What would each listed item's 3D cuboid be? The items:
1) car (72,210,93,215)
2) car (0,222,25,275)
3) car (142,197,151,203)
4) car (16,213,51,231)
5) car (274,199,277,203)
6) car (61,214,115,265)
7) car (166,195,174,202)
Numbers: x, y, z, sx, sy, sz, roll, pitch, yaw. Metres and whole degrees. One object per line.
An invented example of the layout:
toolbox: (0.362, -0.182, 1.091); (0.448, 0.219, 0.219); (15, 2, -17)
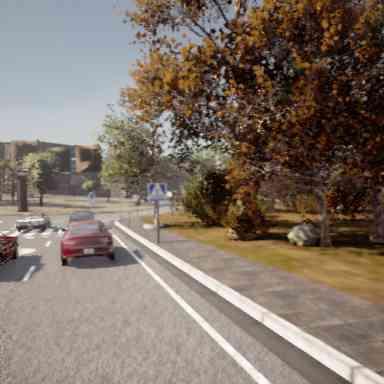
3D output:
car: (-8.227, 2.052, 25.030); (2.033, 1.411, 5.357); (-2, 0, -18)
car: (-7.170, 1.965, 11.203); (1.895, 1.301, 4.718); (-2, -1, -18)
car: (-9.992, 1.814, 79.051); (1.895, 1.301, 4.718); (-2, 1, -43)
car: (-11.918, 2.215, 25.279); (1.895, 1.301, 4.718); (-2, 0, -17)
car: (20.682, 2.432, 91.201); (4.892, 1.521, 2.231); (0, -3, 40)
car: (-4.101, 1.813, 13.057); (1.812, 1.442, 4.674); (-2, -1, -18)
car: (-4.429, 1.531, 77.038); (2.128, 1.511, 4.902); (-2, 1, -34)
